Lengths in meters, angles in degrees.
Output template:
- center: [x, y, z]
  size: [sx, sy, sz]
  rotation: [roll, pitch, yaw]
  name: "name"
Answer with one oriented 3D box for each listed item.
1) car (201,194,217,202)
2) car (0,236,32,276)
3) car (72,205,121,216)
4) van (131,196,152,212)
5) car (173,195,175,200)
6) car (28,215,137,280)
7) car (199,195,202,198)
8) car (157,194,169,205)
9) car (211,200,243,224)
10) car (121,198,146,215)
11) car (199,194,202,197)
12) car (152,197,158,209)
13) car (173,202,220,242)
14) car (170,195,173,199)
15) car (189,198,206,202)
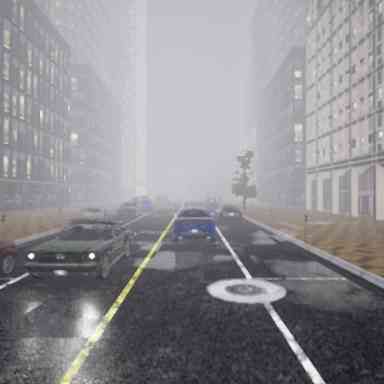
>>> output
- center: [2.713, 1.419, 47.515]
  size: [1.967, 1.590, 4.097]
  rotation: [0, 0, 0]
  name: "car"
- center: [-5.685, 1.580, 7.687]
  size: [1.802, 1.307, 4.206]
  rotation: [0, 0, 0]
  name: "car"
- center: [-5.681, 1.545, 19.072]
  size: [2.008, 1.369, 4.403]
  rotation: [0, 0, 0]
  name: "car"
- center: [-5.672, 1.327, 36.149]
  size: [1.690, 1.788, 3.998]
  rotation: [0, 0, 0]
  name: "van"
- center: [-5.649, 1.461, 92.900]
  size: [1.752, 1.417, 4.829]
  rotation: [0, 0, 0]
  name: "car"
- center: [-3.095, 1.598, 10.046]
  size: [1.895, 1.301, 4.718]
  rotation: [0, 0, 0]
  name: "car"
- center: [2.717, 1.552, 58.900]
  size: [1.802, 1.307, 4.206]
  rotation: [0, 0, 0]
  name: "car"
- center: [-5.663, 1.409, 58.917]
  size: [1.967, 1.590, 4.097]
  rotation: [0, 0, 0]
  name: "car"
- center: [2.703, 1.558, 24.749]
  size: [1.947, 1.339, 4.313]
  rotation: [0, 0, 0]
  name: "car"
- center: [-5.676, 1.533, 30.457]
  size: [1.887, 1.381, 4.507]
  rotation: [0, 0, 0]
  name: "car"
- center: [2.719, 1.490, 64.762]
  size: [1.752, 1.417, 4.829]
  rotation: [0, 0, 0]
  name: "car"
- center: [-5.671, 1.564, 41.842]
  size: [1.802, 1.307, 4.206]
  rotation: [0, 0, 0]
  name: "car"
- center: [0.105, 1.473, 16.301]
  size: [1.882, 1.535, 5.008]
  rotation: [0, 0, 0]
  name: "car"
- center: [-5.659, 1.524, 70.303]
  size: [1.947, 1.339, 4.313]
  rotation: [0, 0, 0]
  name: "car"
- center: [0.112, 1.588, 33.780]
  size: [1.895, 1.301, 4.718]
  rotation: [0, 0, 0]
  name: "car"
